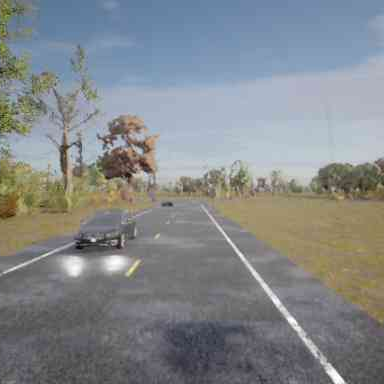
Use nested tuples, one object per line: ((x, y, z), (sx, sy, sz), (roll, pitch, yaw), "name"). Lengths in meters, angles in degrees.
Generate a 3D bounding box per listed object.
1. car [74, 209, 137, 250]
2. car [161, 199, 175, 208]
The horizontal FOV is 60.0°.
((-3.607, 1.528, 14.600), (1.837, 1.490, 4.892), (0, 0, 0), "car")
((-3.550, 1.663, 49.397), (1.895, 1.301, 4.718), (0, 0, 1), "car")
